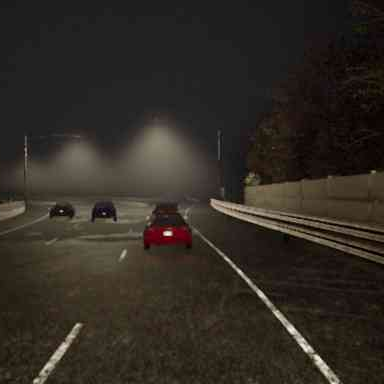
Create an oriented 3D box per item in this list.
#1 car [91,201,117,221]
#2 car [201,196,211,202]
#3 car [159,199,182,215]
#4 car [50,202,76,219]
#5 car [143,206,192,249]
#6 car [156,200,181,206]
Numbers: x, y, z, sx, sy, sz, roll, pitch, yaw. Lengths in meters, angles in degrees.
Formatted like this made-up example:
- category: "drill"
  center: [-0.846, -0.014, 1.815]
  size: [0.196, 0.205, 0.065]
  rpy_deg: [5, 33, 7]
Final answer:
- category: "car"
  center: [-7.169, 1.489, 27.249]
  size: [1.882, 1.535, 5.008]
  rpy_deg: [0, 0, -14]
- category: "car"
  center: [3.491, 1.911, 87.401]
  size: [1.882, 1.535, 5.008]
  rpy_deg: [0, -3, 9]
- category: "car"
  center: [-2.215, 1.522, 35.332]
  size: [2.033, 1.411, 5.357]
  rpy_deg: [0, 0, 0]
- category: "car"
  center: [-11.630, 1.598, 30.081]
  size: [1.994, 1.385, 4.181]
  rpy_deg: [0, 0, -16]
- category: "car"
  center: [-1.100, 1.555, 14.693]
  size: [1.994, 1.385, 4.181]
  rpy_deg: [0, 0, -5]
- category: "car"
  center: [-1.913, 1.462, 24.926]
  size: [1.882, 1.535, 5.008]
  rpy_deg: [0, 0, -4]
